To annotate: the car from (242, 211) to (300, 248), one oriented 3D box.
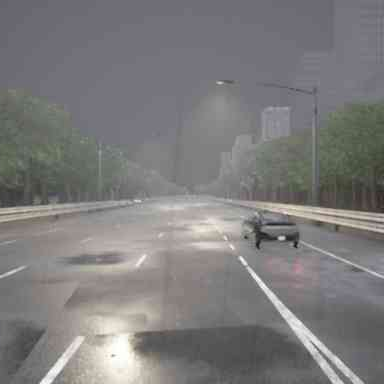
[{"bbox_3d":[3.522,1.645,15.549,2.128,1.511,4.902,0,-1,0],"label":"car"}]
